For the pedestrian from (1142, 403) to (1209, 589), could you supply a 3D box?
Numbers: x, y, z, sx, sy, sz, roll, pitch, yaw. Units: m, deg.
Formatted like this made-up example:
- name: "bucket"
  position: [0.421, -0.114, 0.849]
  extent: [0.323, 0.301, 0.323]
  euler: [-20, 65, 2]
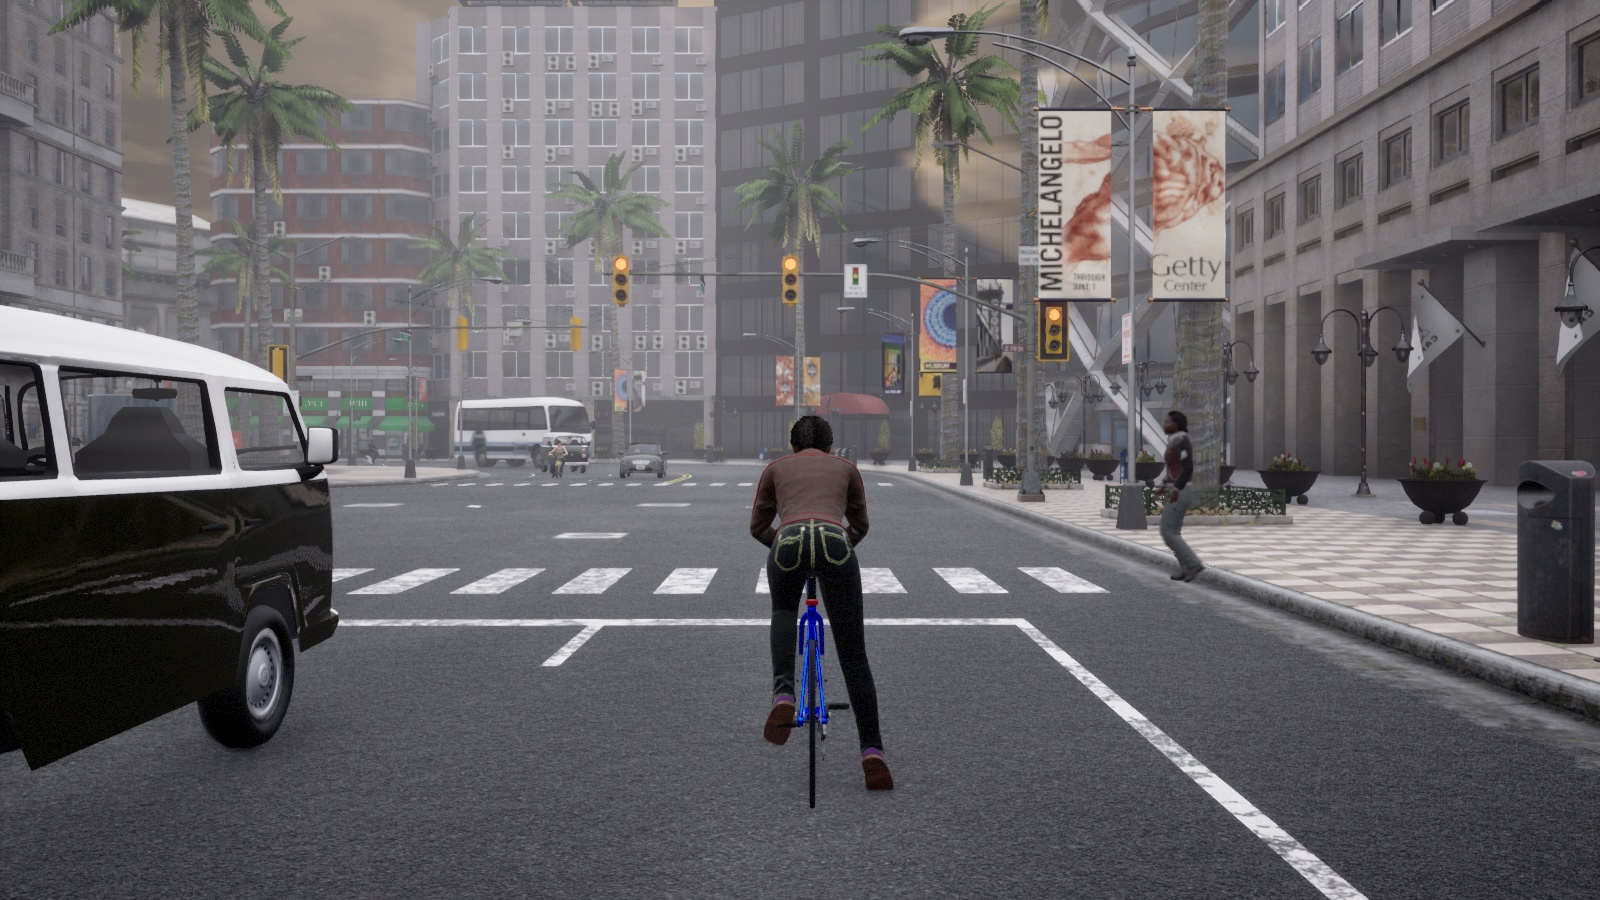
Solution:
- name: "pedestrian"
  position: [3.980, 0.471, 13.321]
  extent: [0.666, 1.930, 0.402]
  euler: [0, 0, 18]

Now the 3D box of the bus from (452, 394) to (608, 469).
- name: "bus"
  position: [-16.631, -1.077, 76.839]
  extent: [10.273, 4.253, 3.944]
  euler: [0, 0, 41]

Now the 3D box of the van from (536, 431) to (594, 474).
- name: "van"
  position: [-11.751, 0.108, 62.508]
  extent: [2.069, 2.038, 4.480]
  euler: [0, 0, -21]

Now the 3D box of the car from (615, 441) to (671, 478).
- name: "car"
  position: [-6.750, 0.391, 54.298]
  extent: [2.128, 1.511, 4.902]
  euler: [0, 0, -4]

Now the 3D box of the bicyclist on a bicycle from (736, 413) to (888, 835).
- name: "bicyclist on a bicycle"
  position: [0.052, 0.667, 5.656]
  extent: [0.582, 1.620, 1.656]
  euler: [0, 0, 0]

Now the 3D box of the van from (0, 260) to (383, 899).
- name: "van"
  position: [-3.447, 0.439, 5.000]
  extent: [2.069, 2.038, 4.480]
  euler: [0, 0, 0]
